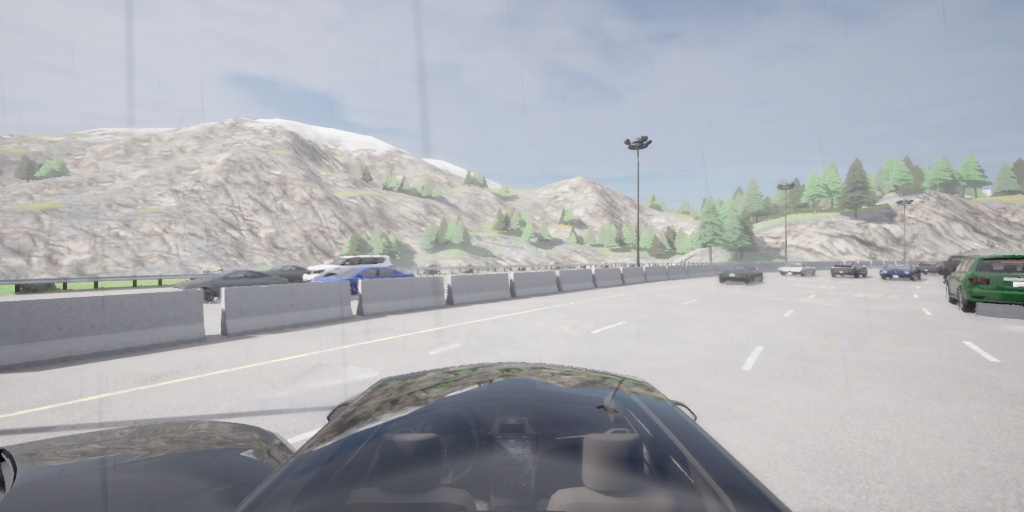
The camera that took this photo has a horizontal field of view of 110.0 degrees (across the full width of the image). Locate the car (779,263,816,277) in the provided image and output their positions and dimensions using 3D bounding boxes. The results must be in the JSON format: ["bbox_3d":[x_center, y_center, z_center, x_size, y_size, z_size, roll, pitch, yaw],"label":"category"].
[{"bbox_3d":[28.367,1.351,35.531,4.718,1.301,1.895,0,0,-36],"label":"car"}]

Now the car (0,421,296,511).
[{"bbox_3d":[-2.983,1.255,0.544,4.892,1.490,1.837,0,0,-45],"label":"car"}]

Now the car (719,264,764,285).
[{"bbox_3d":[17.028,1.313,26.551,4.181,1.385,1.994,0,0,-41],"label":"car"}]

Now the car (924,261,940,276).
[{"bbox_3d":[43.311,1.241,36.877,4.902,1.511,2.128,0,0,-31],"label":"car"}]

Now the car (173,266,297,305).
[{"bbox_3d":[-12.589,1.314,16.291,1.994,1.385,4.181,0,0,39],"label":"car"}]

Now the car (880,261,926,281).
[{"bbox_3d":[32.304,1.351,29.743,4.718,1.301,1.895,0,0,-35],"label":"car"}]

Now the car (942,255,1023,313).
[{"bbox_3d":[17.841,0.973,13.089,5.566,2.045,2.150,0,0,-44],"label":"car"}]

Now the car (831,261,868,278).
[{"bbox_3d":[31.373,1.241,33.354,4.902,1.511,2.128,0,0,-35],"label":"car"}]

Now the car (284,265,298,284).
[{"bbox_3d":[-15.210,1.314,24.067,1.994,1.385,4.181,0,0,41],"label":"car"}]

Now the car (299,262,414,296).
[{"bbox_3d":[-7.131,1.227,17.386,1.882,1.535,5.008,0,0,41],"label":"car"}]

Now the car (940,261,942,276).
[{"bbox_3d":[33.721,0.969,26.471,5.566,2.045,2.150,0,0,-36],"label":"car"}]

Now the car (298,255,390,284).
[{"bbox_3d":[-10.684,0.971,23.989,2.150,2.045,5.566,0,0,42],"label":"car"}]
